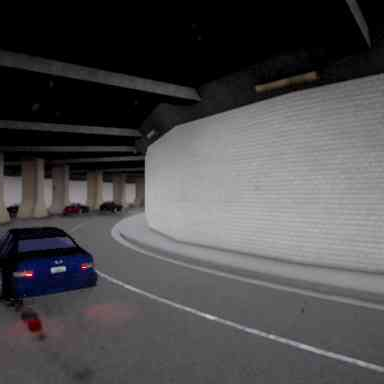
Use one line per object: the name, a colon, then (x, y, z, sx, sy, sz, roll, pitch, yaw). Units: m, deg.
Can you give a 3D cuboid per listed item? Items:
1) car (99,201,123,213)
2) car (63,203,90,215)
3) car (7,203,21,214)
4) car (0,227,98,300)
car: (-10.324, 1.900, 42.755, 1.882, 1.535, 5.008, 0, 0, 4)
car: (-13.937, 1.993, 40.418, 1.994, 1.385, 4.181, 0, 0, 3)
car: (-21.201, 2.034, 41.070, 2.033, 1.411, 5.357, 0, 0, 3)
car: (-4.155, 1.649, 8.805, 2.033, 1.411, 5.357, 0, -1, -35)
